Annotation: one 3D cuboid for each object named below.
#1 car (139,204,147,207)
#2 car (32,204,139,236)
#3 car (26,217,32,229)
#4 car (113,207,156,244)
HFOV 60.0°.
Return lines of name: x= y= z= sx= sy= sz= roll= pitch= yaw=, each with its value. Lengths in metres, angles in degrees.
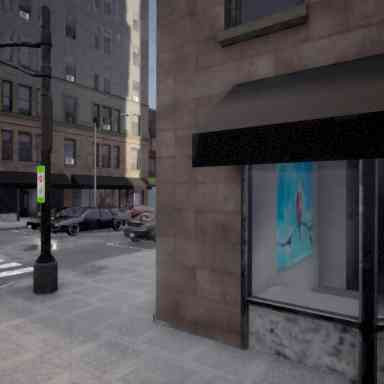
car: x=-4.495 y=1.583 z=24.961 sx=1.802 sy=1.307 sz=4.206 roll=0 pitch=0 yaw=35
car: x=-5.761 y=1.553 z=18.798 sx=2.033 sy=1.411 sz=5.357 roll=0 pitch=0 yaw=35
car: x=-7.786 y=1.563 z=20.329 sx=1.947 sy=1.339 sz=4.313 roll=0 pitch=0 yaw=35
car: x=-1.245 y=1.573 z=15.680 sx=2.008 sy=1.369 sz=4.403 roll=0 pitch=0 yaw=35
